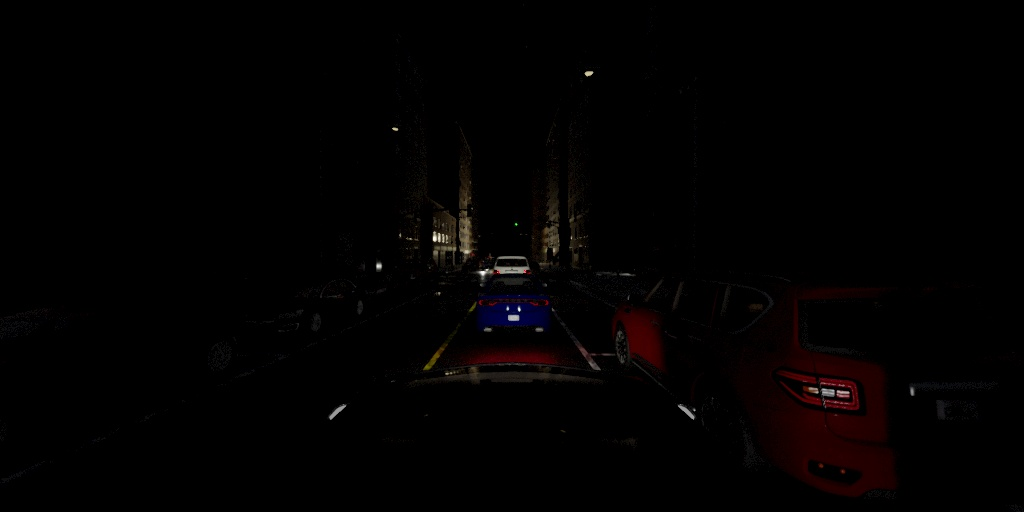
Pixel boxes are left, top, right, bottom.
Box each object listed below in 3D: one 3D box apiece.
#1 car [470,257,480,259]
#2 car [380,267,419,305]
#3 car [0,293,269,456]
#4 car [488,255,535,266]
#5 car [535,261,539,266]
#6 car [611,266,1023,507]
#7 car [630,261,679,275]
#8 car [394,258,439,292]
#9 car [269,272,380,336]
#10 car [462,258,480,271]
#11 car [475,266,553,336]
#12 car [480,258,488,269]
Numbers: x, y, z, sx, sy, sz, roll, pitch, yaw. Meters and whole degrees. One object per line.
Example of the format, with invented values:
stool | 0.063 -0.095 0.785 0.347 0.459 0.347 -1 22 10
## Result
car | -5.717 1.089 53.961 2.192 1.841 5.009 0 0 0
car | -5.680 1.330 15.814 1.802 1.307 4.207 0 0 0
car | -5.670 1.294 4.649 1.888 1.381 4.507 0 0 0
car | -0.003 0.974 21.115 2.150 2.045 5.566 0 0 0
car | 2.813 1.350 48.432 1.802 1.307 4.207 0 0 0
car | 2.855 1.064 4.680 2.192 1.841 5.009 0 0 0
car | 14.649 1.198 37.006 4.181 1.385 1.994 0 1 0
car | -5.686 1.064 21.397 2.192 1.841 5.009 0 0 0
car | -5.675 1.299 10.231 2.007 1.370 4.403 0 0 0
car | -5.712 1.350 48.396 1.802 1.307 4.207 0 0 0
car | 0.045 1.226 10.465 1.882 1.535 5.008 0 0 0
car | -3.145 1.295 48.937 1.812 1.442 4.674 0 0 -3
